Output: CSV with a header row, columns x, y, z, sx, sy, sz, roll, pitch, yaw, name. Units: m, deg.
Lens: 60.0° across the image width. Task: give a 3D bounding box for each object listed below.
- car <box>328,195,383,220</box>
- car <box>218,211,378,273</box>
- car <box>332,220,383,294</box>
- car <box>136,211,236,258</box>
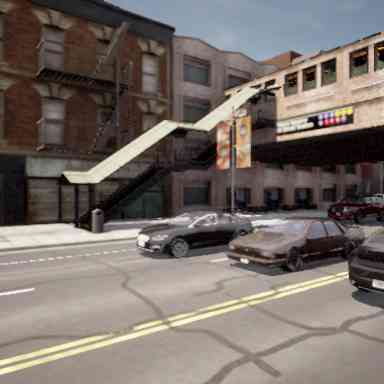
x,y,z,sx,sy,sz,roll,pitch,yaw,name
12.659,1.234,25.292,5.566,2.045,2.435,0,0,-36,car
3.647,1.551,10.909,5.357,1.411,2.033,0,0,-36,car
5.544,1.505,7.717,4.892,1.490,1.837,0,0,-36,car
0.270,1.498,12.795,4.902,1.511,2.128,0,0,-36,car
